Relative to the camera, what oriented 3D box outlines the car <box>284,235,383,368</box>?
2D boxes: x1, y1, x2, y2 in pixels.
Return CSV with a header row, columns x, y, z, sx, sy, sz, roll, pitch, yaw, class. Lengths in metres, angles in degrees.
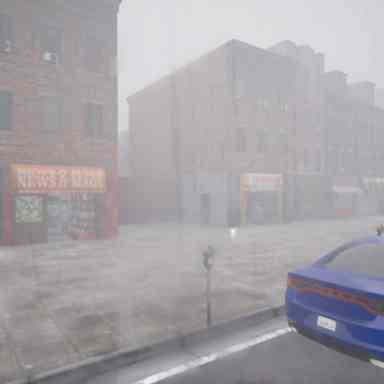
x,y,z,sx,sy,sz,roll,pitch,yaw,class
3.686,1.467,5.539,5.008,1.535,1.882,0,0,-35,car
